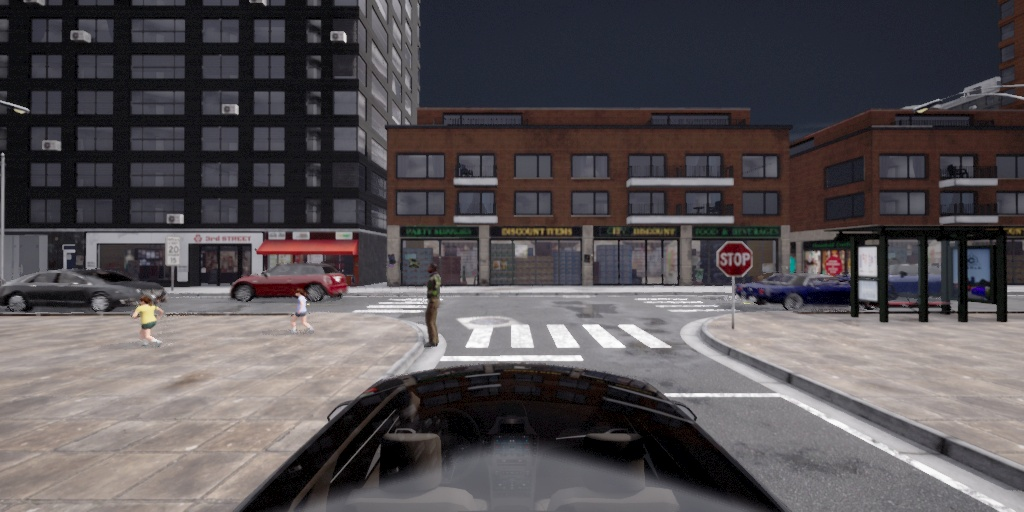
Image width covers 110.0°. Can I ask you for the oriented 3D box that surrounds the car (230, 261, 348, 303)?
[{"bbox_3d":[-10.047,1.119,16.308,4.553,1.767,2.097,0,0,0],"label":"car"}]

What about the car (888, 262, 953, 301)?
[{"bbox_3d":[17.265,1.070,16.399,4.553,1.767,2.097,0,0,0],"label":"car"}]

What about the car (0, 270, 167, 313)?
[{"bbox_3d":[-15.772,1.263,13.334,4.892,1.490,1.837,0,0,0],"label":"car"}]

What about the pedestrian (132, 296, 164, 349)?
[{"bbox_3d":[-7.281,1.266,7.163,0.500,1.100,0.500,0,0,0],"label":"pedestrian"}]

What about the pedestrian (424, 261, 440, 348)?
[{"bbox_3d":[-1.733,1.042,7.812,0.375,1.860,0.375,0,0,0],"label":"pedestrian"}]

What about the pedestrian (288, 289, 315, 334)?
[{"bbox_3d":[-4.885,1.255,8.358,0.500,1.100,0.500,0,0,0],"label":"pedestrian"}]

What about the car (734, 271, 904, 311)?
[{"bbox_3d":[11.204,1.310,13.424,4.718,1.301,1.895,0,0,0],"label":"car"}]
